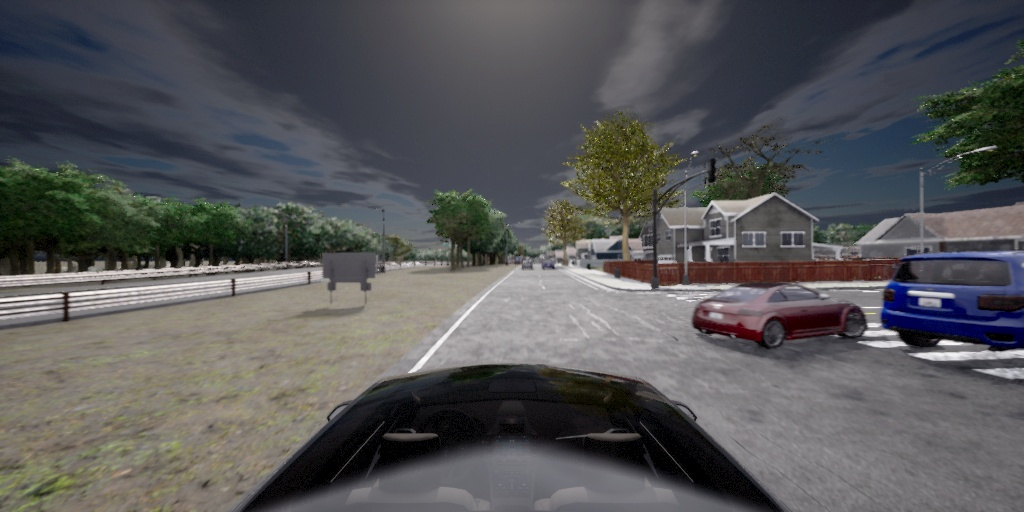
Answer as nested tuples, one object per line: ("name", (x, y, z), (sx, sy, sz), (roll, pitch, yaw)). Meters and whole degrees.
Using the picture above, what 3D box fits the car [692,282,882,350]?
("car", (6.799, 1.363, 9.205), (4.181, 1.385, 1.994), (-1, -1, -18))

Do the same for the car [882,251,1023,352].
("car", (10.453, 0.914, 7.075), (5.566, 2.045, 2.150), (-1, -1, -8))

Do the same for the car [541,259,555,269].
("car", (6.109, 1.321, 60.776), (2.097, 1.767, 4.553), (0, 0, 4))

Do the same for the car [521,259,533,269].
("car", (2.593, 1.462, 60.608), (2.128, 1.511, 4.902), (0, 0, 4))
